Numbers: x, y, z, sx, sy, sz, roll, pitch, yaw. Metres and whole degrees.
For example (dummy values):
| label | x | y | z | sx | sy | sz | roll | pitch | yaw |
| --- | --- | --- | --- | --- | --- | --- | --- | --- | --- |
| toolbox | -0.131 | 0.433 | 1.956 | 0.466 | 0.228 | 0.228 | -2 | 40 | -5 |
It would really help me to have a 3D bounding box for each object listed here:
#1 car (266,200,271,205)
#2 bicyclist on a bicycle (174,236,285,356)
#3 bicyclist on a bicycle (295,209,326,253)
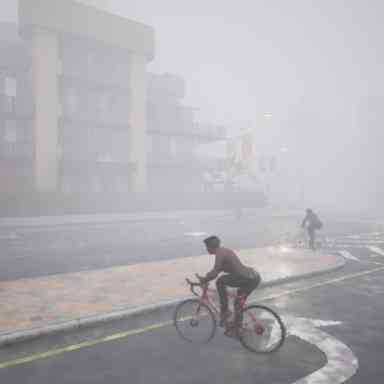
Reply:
| label | x | y | z | sx | sy | sz | roll | pitch | yaw |
| --- | --- | --- | --- | --- | --- | --- | --- | --- | --- |
| car | 10.669 | 1.491 | 54.273 | 2.128 | 1.511 | 4.902 | 0 | 0 | -34 |
| bicyclist on a bicycle | 0.468 | 1.455 | 4.748 | 1.656 | 1.620 | 0.582 | -2 | -1 | 22 |
| bicyclist on a bicycle | 4.345 | 1.425 | 12.207 | 0.582 | 1.620 | 1.656 | 11 | -8 | -20 |
